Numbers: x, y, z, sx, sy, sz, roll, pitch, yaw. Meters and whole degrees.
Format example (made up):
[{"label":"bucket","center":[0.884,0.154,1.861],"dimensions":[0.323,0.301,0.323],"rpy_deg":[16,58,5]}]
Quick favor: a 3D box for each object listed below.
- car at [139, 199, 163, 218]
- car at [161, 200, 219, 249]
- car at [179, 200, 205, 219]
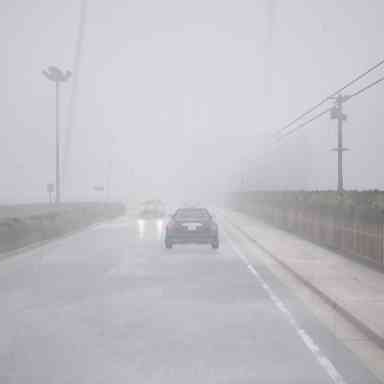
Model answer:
[{"label":"car","center":[-3.500,1.401,30.069],"dimensions":[2.097,1.767,4.553],"rpy_deg":[0,0,0]},{"label":"car","center":[0.000,1.363,14.620],"dimensions":[2.097,1.767,4.553],"rpy_deg":[0,0,0]},{"label":"car","center":[0.000,1.493,29.650],"dimensions":[2.128,1.511,4.902],"rpy_deg":[0,0,0]}]
